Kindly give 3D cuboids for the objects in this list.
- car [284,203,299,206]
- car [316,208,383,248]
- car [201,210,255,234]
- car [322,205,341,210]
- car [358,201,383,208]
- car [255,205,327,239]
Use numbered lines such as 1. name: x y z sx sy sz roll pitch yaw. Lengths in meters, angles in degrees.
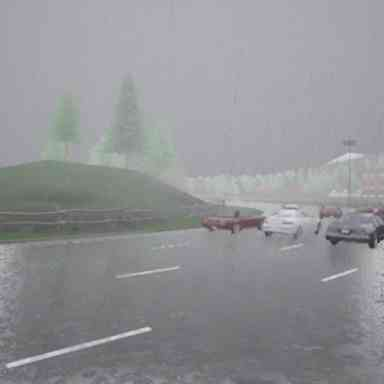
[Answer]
1. car: 9.859 1.786 32.942 1.812 1.442 4.674 0 0 19
2. car: 7.954 1.695 15.644 2.033 1.411 5.357 0 0 40
3. car: 2.711 1.736 20.288 1.895 1.301 4.718 0 0 40
4. car: 13.082 1.877 31.517 1.895 1.301 4.718 0 0 19
5. car: 16.372 1.644 30.324 2.097 1.767 4.553 0 -1 19
6. car: 5.529 1.670 18.220 1.812 1.442 4.674 0 0 40
